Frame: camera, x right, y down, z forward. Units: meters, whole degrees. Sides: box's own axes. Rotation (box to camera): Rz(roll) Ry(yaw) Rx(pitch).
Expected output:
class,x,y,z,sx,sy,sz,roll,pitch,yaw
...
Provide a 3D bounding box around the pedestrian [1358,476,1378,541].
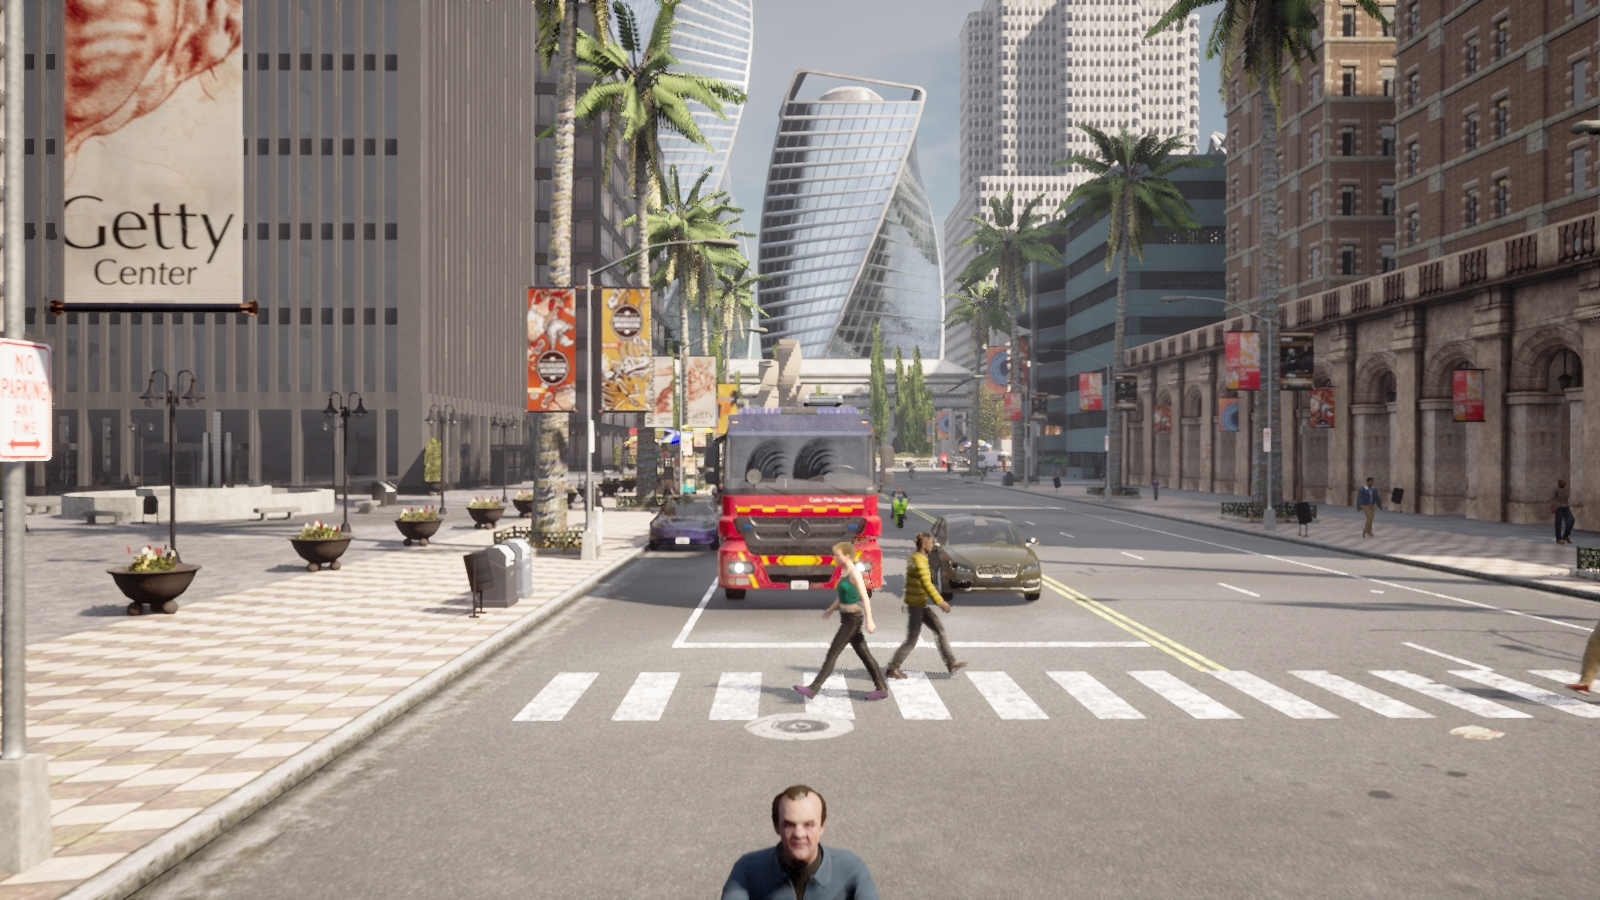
class,x,y,z,sx,sy,sz,roll,pitch,yaw
pedestrian,16.379,1.672,32.961,0.375,1.860,0.375,0,0,-3

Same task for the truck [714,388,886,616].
class,x,y,z,sx,sy,sz,roll,pitch,yaw
truck,0.002,0.873,23.436,2.891,3.827,8.468,0,0,0

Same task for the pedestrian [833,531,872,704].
class,x,y,z,sx,sy,sz,roll,pitch,yaw
pedestrian,0.577,1.838,12.655,0.375,1.860,0.375,0,0,-8

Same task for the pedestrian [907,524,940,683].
class,x,y,z,sx,sy,sz,roll,pitch,yaw
pedestrian,1.485,1.838,13.788,0.375,1.860,0.375,0,0,3

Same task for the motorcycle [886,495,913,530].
class,x,y,z,sx,sy,sz,roll,pitch,yaw
motorcycle,3.495,2.183,40.251,0.803,1.145,2.033,0,0,0

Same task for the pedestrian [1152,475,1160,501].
class,x,y,z,sx,sy,sz,roll,pitch,yaw
pedestrian,18.036,1.934,57.928,0.375,1.300,0.375,0,0,12

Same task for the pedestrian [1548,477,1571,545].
class,x,y,z,sx,sy,sz,roll,pitch,yaw
pedestrian,20.915,1.673,31.460,0.375,1.860,0.375,0,0,-1

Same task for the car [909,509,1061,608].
class,x,y,z,sx,sy,sz,roll,pitch,yaw
car,3.496,2.044,22.625,2.231,1.480,4.892,0,0,0

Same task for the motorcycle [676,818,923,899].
class,x,y,z,sx,sy,sz,roll,pitch,yaw
motorcycle,-0.002,2.178,3.931,0.856,1.236,1.805,0,0,0
